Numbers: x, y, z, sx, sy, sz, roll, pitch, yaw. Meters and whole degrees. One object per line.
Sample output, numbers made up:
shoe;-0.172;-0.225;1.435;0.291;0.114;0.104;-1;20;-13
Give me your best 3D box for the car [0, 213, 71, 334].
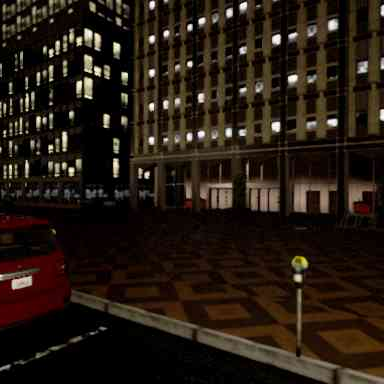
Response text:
car;-4.237;1.306;5.887;5.009;1.841;2.192;0;0;35
